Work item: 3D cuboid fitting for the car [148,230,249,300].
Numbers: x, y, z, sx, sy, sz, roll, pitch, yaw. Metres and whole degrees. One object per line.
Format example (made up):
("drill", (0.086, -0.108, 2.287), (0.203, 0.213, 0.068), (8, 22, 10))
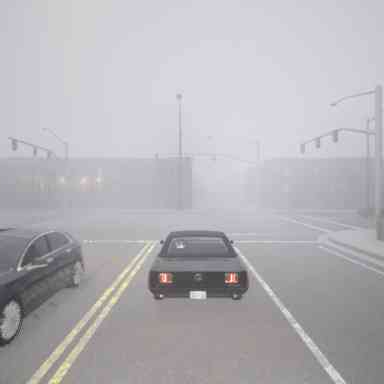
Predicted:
("car", (0.122, 1.601, 8.321), (1.895, 1.301, 4.718), (0, 0, 0))

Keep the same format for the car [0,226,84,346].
("car", (-3.572, 1.505, 6.386), (1.837, 1.490, 4.892), (0, 0, 0))

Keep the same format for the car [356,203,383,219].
("car", (16.895, 1.601, 28.735), (4.718, 1.301, 1.895), (0, 0, 0))
